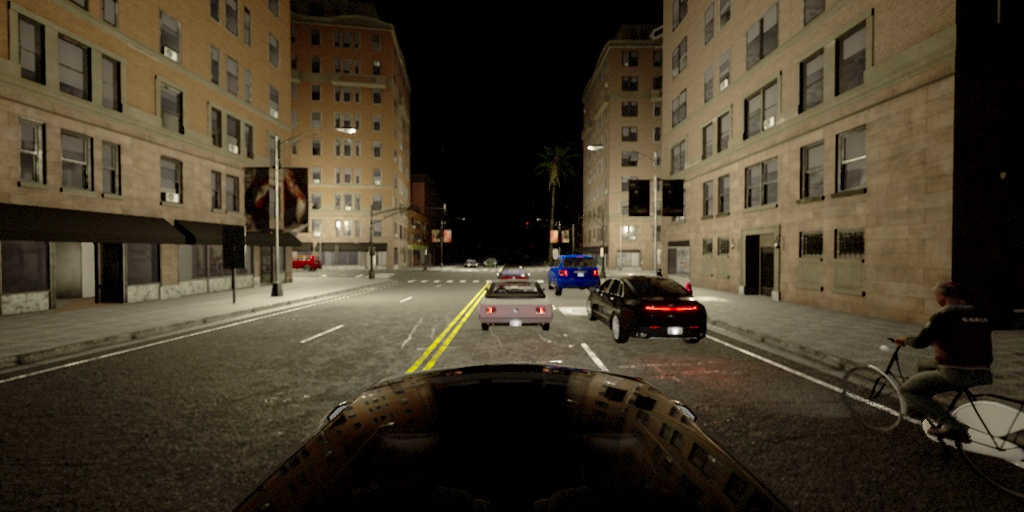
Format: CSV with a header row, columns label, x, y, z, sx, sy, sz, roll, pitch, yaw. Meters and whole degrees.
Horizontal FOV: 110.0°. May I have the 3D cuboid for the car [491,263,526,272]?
label,x,y,z,sx,sy,sz,roll,pitch,yaw
car,0.084,1.307,20.555,2.033,1.411,5.357,0,0,0

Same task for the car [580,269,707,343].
label,x,y,z,sx,sy,sz,roll,pitch,yaw
car,3.298,1.258,9.643,1.837,1.490,4.892,0,0,0

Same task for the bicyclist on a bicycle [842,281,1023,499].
label,x,y,z,sx,sy,sz,roll,pitch,yaw
bicyclist on a bicycle,4.143,1.121,3.589,0.659,1.776,1.843,0,0,0

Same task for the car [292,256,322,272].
label,x,y,z,sx,sy,sz,roll,pitch,yaw
car,-23.929,0.861,39.904,5.009,1.841,2.192,0,0,-9

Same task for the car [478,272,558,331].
label,x,y,z,sx,sy,sz,roll,pitch,yaw
car,0.093,1.355,10.986,1.895,1.301,4.718,0,0,0

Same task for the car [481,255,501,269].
label,x,y,z,sx,sy,sz,roll,pitch,yaw
car,-3.379,1.132,57.496,2.097,1.767,4.553,0,0,0

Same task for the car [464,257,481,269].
label,x,y,z,sx,sy,sz,roll,pitch,yaw
car,-6.627,1.271,57.734,2.128,1.511,4.902,0,0,0

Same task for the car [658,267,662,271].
label,x,y,z,sx,sy,sz,roll,pitch,yaw
car,16.179,1.534,34.446,4.313,1.339,1.948,0,0,0

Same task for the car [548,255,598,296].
label,x,y,z,sx,sy,sz,roll,pitch,yaw
car,3.234,0.980,19.552,2.150,2.045,5.566,0,0,0
